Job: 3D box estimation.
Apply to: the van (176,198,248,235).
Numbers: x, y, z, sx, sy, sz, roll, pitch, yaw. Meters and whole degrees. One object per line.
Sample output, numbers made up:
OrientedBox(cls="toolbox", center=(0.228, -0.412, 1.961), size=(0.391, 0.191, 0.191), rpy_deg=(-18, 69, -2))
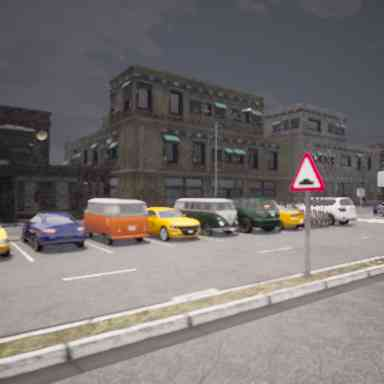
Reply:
OrientedBox(cls="van", center=(0.802, 1.365, 19.053), size=(1.878, 1.987, 4.442), rpy_deg=(1, 0, -36))

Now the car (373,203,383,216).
OrientedBox(cls="car", center=(20.946, 1.779, 33.551), size=(2.163, 1.488, 4.792), rpy_deg=(0, 0, -36))

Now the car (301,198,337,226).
OrientedBox(cls="car", center=(7.548, 1.526, 24.054), size=(2.185, 1.767, 4.553), rpy_deg=(0, 0, -36))

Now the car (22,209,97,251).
OrientedBox(cls="car", center=(-5.997, 1.570, 14.336), size=(2.002, 1.452, 4.674), rpy_deg=(0, 0, -36))

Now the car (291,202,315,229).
OrientedBox(cls="car", center=(5.325, 1.632, 22.421), size=(2.097, 1.535, 5.008), rpy_deg=(0, 0, -36))

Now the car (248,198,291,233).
OrientedBox(cls="car", center=(2.962, 1.360, 20.774), size=(2.435, 2.045, 5.566), rpy_deg=(1, 0, -36))

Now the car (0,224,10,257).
OrientedBox(cls="car", center=(-8.134, 1.508, 12.584), size=(1.946, 1.575, 5.366), rpy_deg=(0, 0, -36))

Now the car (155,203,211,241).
OrientedBox(cls="car", center=(-1.514, 1.570, 17.548), size=(2.097, 1.535, 5.008), rpy_deg=(1, 0, -36))

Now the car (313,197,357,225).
OrientedBox(cls="car", center=(9.694, 1.418, 25.584), size=(2.435, 2.045, 5.566), rpy_deg=(1, 0, -36))

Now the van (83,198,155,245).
OrientedBox(cls="van", center=(-3.822, 1.324, 16.036), size=(1.878, 1.987, 4.442), rpy_deg=(0, 0, -36))
